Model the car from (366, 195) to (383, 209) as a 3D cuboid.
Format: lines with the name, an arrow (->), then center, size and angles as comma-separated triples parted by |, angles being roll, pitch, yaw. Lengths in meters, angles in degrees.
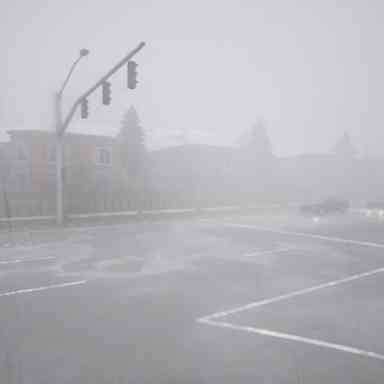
car -> 19.272, 1.017, 33.293 | 4.181, 1.385, 1.994 | -1, 1, -34

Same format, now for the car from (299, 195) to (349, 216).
car -> 11.009, 1.056, 27.775 | 5.008, 1.535, 1.882 | -1, 1, -34
